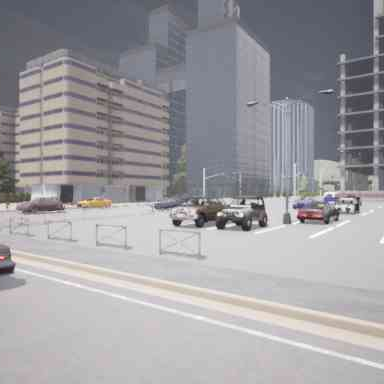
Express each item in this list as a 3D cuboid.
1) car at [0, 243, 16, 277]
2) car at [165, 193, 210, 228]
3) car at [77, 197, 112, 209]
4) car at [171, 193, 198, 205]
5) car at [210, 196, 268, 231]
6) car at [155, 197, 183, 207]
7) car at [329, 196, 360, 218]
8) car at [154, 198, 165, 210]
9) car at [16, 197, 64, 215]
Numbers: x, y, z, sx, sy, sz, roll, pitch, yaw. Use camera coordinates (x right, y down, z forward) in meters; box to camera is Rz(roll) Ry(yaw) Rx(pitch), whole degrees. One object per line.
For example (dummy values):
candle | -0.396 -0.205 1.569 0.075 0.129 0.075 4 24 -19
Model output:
car | -6.743 1.546 8.721 5.357 1.411 2.033 0 0 35
car | 0.626 1.151 20.959 1.932 1.855 4.605 0 0 34
car | -13.115 1.472 44.713 1.882 1.535 5.008 0 0 34
car | -1.285 1.212 62.165 2.150 2.045 5.566 0 0 34
car | 2.993 1.155 19.293 1.905 1.878 3.866 0 0 34
car | -3.549 1.500 52.643 1.837 1.490 4.892 0 0 34
car | 15.019 1.394 32.246 1.970 1.475 3.806 0 0 34
car | -2.553 1.597 41.263 1.895 1.301 4.718 0 0 34
car | -15.728 1.347 34.541 2.097 1.767 4.553 0 0 34
